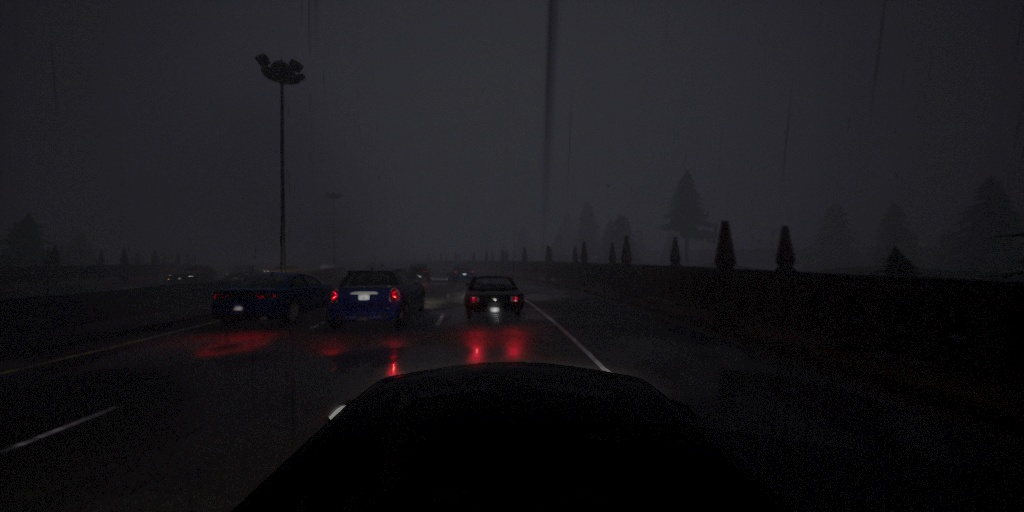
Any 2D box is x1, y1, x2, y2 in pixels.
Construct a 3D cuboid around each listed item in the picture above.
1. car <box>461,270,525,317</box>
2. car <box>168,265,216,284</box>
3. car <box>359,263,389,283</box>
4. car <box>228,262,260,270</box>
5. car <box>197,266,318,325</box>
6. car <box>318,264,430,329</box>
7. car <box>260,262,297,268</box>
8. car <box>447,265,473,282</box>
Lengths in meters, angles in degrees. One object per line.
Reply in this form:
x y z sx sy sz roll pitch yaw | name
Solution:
-0.775 1.383 13.318 1.895 1.301 4.718 0 0 -6 | car
-26.362 1.504 29.786 1.837 1.490 4.892 0 -1 -20 | car
-11.877 1.399 31.199 2.128 1.511 4.902 0 0 -17 | car
-23.171 1.510 31.221 1.812 1.442 4.674 0 0 -21 | car
-7.712 1.288 12.221 1.882 1.535 5.008 0 0 -6 | car
-4.173 1.145 11.742 2.097 1.767 4.553 0 0 -5 | car
-19.147 1.429 30.299 1.882 1.535 5.008 0 0 -19 | car
-4.297 1.420 30.257 1.994 1.385 4.181 0 0 -16 | car
